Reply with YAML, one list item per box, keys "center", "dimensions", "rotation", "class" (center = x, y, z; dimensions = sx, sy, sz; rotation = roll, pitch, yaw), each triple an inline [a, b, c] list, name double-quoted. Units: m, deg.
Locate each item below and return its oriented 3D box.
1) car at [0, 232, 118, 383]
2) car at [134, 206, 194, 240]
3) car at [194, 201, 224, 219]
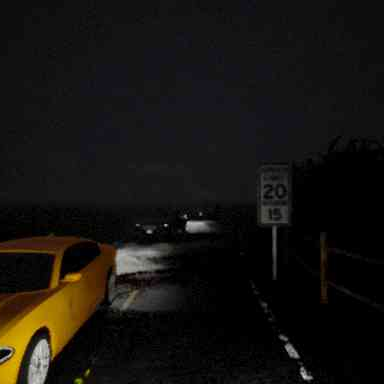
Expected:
- center: [-2.570, 1.505, 5.285]
  dimensions: [1.882, 1.535, 5.008]
  rotation: [0, 0, 1]
  class: "car"
- center: [-1.507, 1.532, 17.479]
  dimensions: [2.128, 1.511, 4.902]
  rotation: [-1, 0, 10]
  class: "car"
- center: [1.490, 1.533, 29.306]
  dimensions: [2.128, 1.511, 4.902]
  rotation: [-1, 0, 19]
  class: "car"
